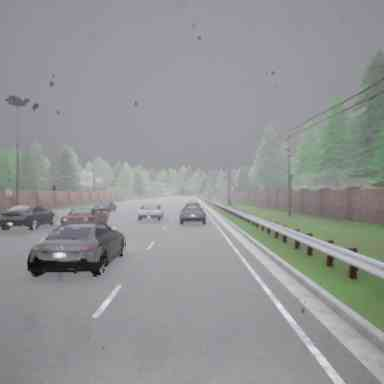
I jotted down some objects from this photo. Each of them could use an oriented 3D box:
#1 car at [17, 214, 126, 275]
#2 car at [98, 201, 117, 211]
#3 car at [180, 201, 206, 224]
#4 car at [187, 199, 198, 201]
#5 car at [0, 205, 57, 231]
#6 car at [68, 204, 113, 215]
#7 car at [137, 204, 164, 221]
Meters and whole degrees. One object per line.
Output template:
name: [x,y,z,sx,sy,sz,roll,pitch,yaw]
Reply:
car: [-3.413,1.607,10.576,1.994,1.385,4.181,0,0,0]
car: [-10.457,1.725,40.363,1.994,1.385,4.181,0,0,0]
car: [0.064,1.661,25.814,1.994,1.385,4.181,0,0,0]
car: [0.040,1.638,42.508,1.882,1.535,5.008,0,0,0]
car: [-10.430,1.595,21.543,1.837,1.490,4.892,0,0,0]
car: [-6.932,1.690,22.076,1.895,1.301,4.718,0,0,0]
car: [-3.440,1.712,28.714,1.895,1.301,4.718,0,0,0]
